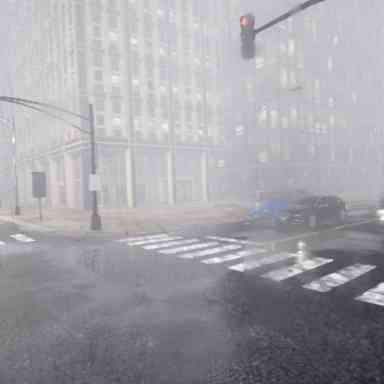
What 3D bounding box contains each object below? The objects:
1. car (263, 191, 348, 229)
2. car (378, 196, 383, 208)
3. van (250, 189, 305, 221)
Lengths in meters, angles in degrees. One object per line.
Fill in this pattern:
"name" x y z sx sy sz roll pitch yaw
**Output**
"car" 5.996 0.884 16.659 4.892 1.490 1.837 -3 1 -40
"car" 15.521 0.465 24.596 4.181 1.385 1.994 -3 1 -39
"van" 5.075 0.719 19.269 3.998 1.788 1.690 -3 1 -40
